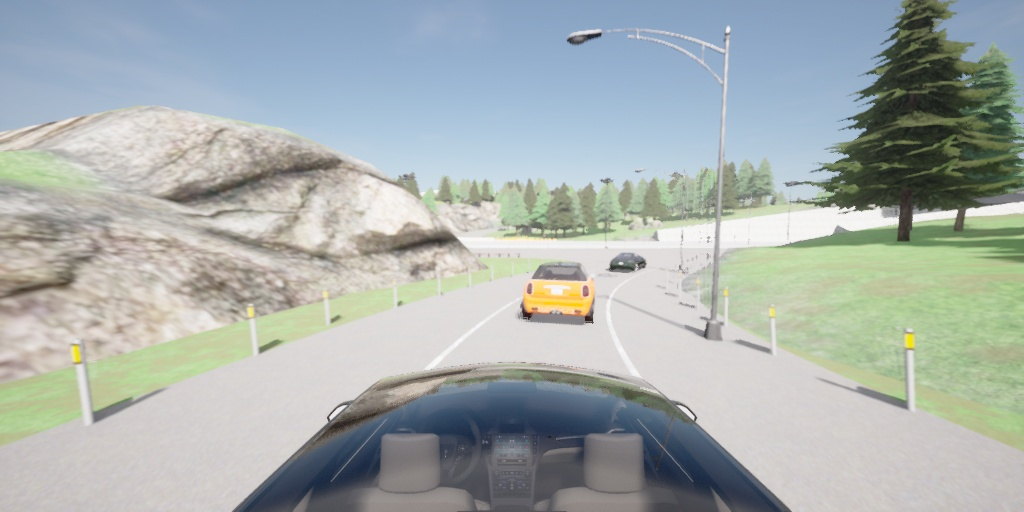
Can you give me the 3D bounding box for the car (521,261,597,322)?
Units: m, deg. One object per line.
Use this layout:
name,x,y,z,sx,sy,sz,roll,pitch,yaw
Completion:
car,1.726,0.955,12.073,2.097,1.767,4.553,2,2,13

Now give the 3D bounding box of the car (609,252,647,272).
car,9.255,0.400,28.334,1.994,1.385,4.181,3,5,35
